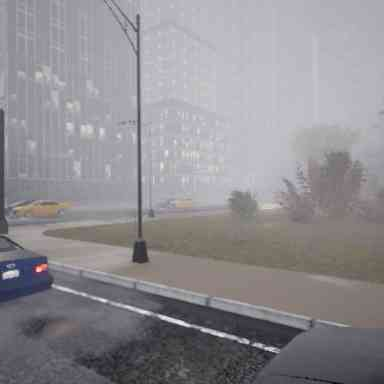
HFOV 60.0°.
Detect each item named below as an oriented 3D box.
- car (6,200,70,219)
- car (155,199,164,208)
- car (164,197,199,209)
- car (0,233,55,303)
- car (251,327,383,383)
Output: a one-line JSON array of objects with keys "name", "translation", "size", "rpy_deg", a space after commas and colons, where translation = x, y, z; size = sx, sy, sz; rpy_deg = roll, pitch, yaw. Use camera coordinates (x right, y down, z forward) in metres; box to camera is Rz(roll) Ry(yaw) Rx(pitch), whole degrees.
[{"name": "car", "translation": [-13.379, 1.474, 29.635], "size": [1.882, 1.535, 5.008], "rpy_deg": [-1, 0, 37]}, {"name": "car", "translation": [-3.345, 1.587, 48.303], "size": [1.812, 1.442, 4.674], "rpy_deg": [-1, -1, 37]}, {"name": "car", "translation": [-1.105, 1.497, 45.880], "size": [1.882, 1.535, 5.008], "rpy_deg": [-1, -1, 37]}, {"name": "car", "translation": [-5.310, 1.532, 7.476], "size": [5.357, 1.411, 2.033], "rpy_deg": [0, 0, 35]}, {"name": "car", "translation": [2.880, 1.550, 1.610], "size": [5.357, 1.411, 2.033], "rpy_deg": [0, 0, 37]}]
